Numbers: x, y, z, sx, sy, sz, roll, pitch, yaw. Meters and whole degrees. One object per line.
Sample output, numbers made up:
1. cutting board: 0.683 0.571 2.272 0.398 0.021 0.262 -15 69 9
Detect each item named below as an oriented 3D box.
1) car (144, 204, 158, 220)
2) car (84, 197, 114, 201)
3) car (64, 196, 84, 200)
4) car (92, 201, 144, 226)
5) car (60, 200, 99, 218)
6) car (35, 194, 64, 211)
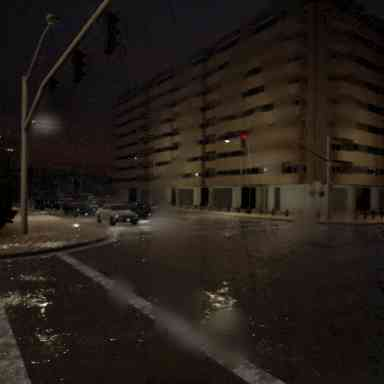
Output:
1. car: -4.641 1.680 29.100 1.994 1.385 4.181 1 0 -35
2. car: -9.736 1.608 36.336 2.128 1.511 4.902 1 -1 -35
3. car: -16.017 1.681 45.272 1.994 1.385 4.181 1 -1 -34
4. car: -5.535 1.595 24.282 1.812 1.442 4.674 1 -1 -33
5. car: -10.750 1.671 31.691 1.895 1.301 4.718 1 -1 -35
6. car: -18.690 1.295 42.979 2.150 2.045 5.566 1 -1 -35
